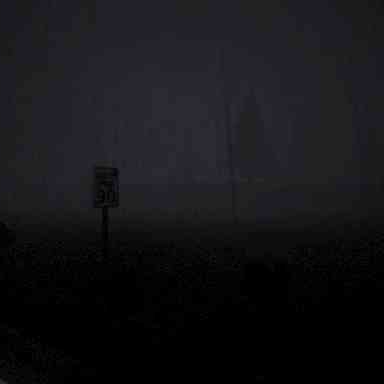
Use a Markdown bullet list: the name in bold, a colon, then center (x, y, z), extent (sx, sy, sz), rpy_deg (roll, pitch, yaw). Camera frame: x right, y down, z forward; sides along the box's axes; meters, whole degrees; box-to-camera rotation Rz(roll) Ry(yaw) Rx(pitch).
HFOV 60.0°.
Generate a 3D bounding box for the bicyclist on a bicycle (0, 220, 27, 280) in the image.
- **bicyclist on a bicycle**: center (-4.414, 1.240, 7.325), extent (0.582, 1.620, 1.656), rpy_deg (0, -6, 37)
